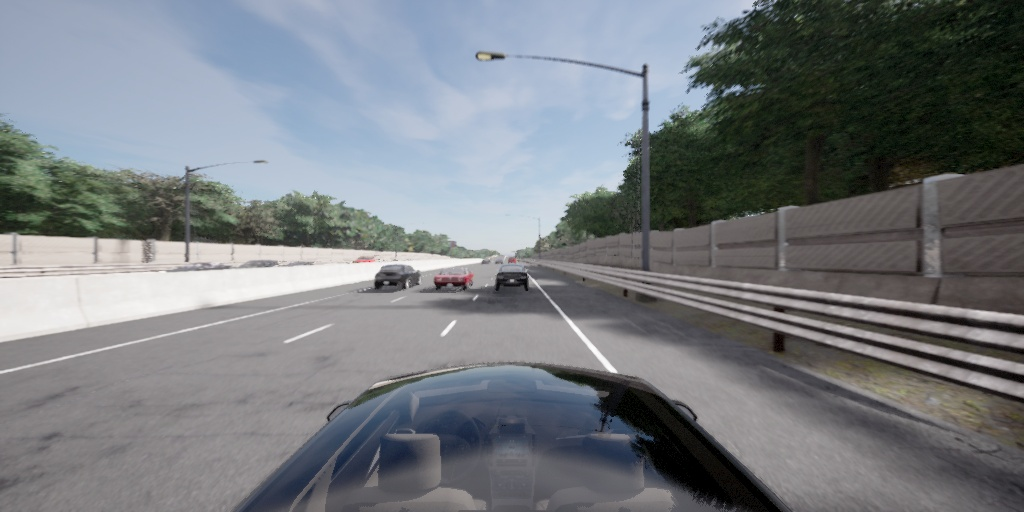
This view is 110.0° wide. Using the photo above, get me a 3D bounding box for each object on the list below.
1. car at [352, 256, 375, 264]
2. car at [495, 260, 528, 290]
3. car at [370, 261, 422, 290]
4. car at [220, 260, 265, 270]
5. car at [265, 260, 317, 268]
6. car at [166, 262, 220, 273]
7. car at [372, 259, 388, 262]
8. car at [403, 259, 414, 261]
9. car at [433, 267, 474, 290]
[{"bbox_3d":[-24.499,1.012,59.765,2.150,2.045,5.566,0,0,0],"label":"car"},{"bbox_3d":[0.001,1.232,22.400,1.882,1.535,5.008,0,0,0],"label":"car"},{"bbox_3d":[-6.997,1.258,22.390,1.837,1.490,4.892,0,0,0],"label":"car"},{"bbox_3d":[-20.999,1.100,29.556,2.097,1.767,4.553,0,0,0],"label":"car"},{"bbox_3d":[-17.498,1.236,29.536,1.882,1.535,5.008,0,0,0],"label":"car"},{"bbox_3d":[-24.513,1.241,28.283,2.128,1.511,4.902,0,0,0],"label":"car"},{"bbox_3d":[-21.001,1.392,59.813,1.895,1.301,4.718,0,0,0],"label":"car"},{"bbox_3d":[-17.508,1.284,59.904,2.128,1.511,4.902,0,0,0],"label":"car"},{"bbox_3d":[-3.497,1.354,22.404,1.895,1.301,4.718,0,0,0],"label":"car"}]
